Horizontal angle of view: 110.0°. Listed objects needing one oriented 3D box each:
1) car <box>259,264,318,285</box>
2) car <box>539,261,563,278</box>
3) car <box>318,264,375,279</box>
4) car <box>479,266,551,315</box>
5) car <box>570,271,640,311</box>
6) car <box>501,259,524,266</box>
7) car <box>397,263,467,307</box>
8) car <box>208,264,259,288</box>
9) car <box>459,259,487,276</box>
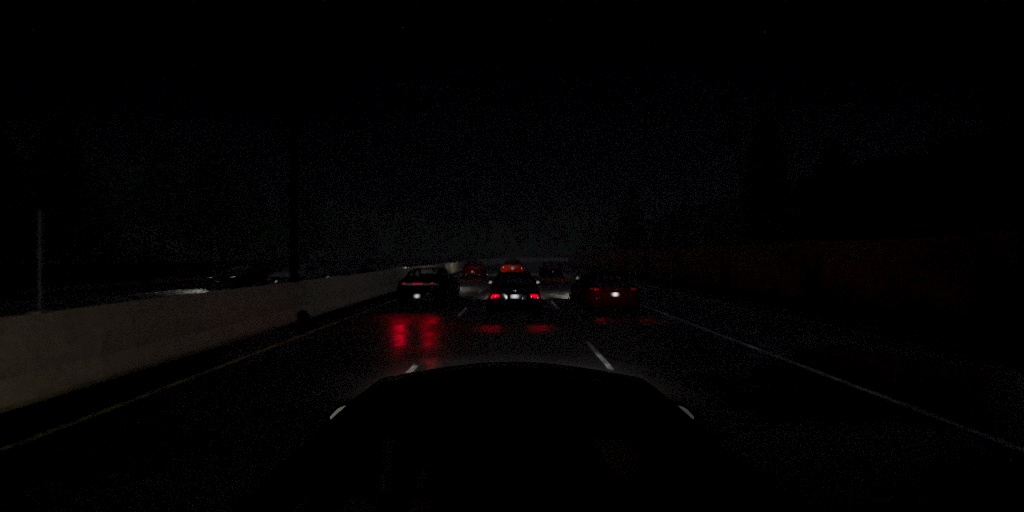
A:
[{"bbox_3d":[-14.122,1.255,23.832,1.812,1.442,4.674,0,0,0],"label":"car"},{"bbox_3d":[3.567,1.187,33.541,1.882,1.535,5.008,0,0,0],"label":"car"},{"bbox_3d":[-10.621,1.254,23.917,1.812,1.442,4.674,0,0,0],"label":"car"},{"bbox_3d":[0.087,1.283,13.473,2.033,1.411,5.357,0,0,0],"label":"car"},{"bbox_3d":[3.584,1.297,14.439,1.994,1.385,4.181,0,0,0],"label":"car"},{"bbox_3d":[0.067,1.064,32.837,2.097,1.767,4.553,0,0,0],"label":"car"},{"bbox_3d":[-3.416,1.226,15.298,2.128,1.511,4.902,0,0,0],"label":"car"},{"bbox_3d":[-17.621,1.257,23.819,1.812,1.442,4.674,0,0,0],"label":"car"},{"bbox_3d":[-3.433,1.190,33.520,1.882,1.535,5.008,0,0,0],"label":"car"}]
